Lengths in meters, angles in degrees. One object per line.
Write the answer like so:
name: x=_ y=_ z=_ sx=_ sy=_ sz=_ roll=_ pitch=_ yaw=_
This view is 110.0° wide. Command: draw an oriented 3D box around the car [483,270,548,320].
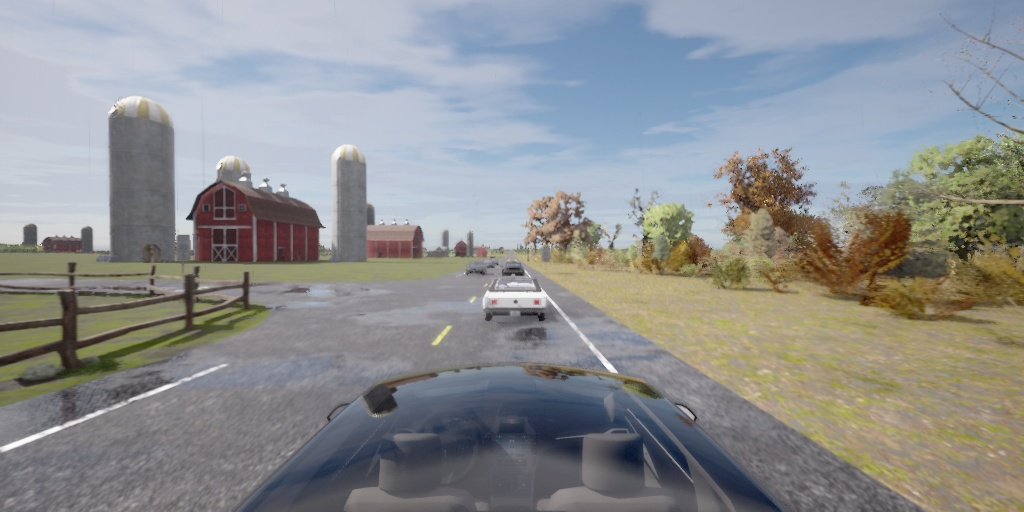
car: x=0.099 y=1.343 z=12.438 sx=1.895 sy=1.301 sz=4.718 roll=0 pitch=0 yaw=0

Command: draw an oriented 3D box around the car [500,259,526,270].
car: x=0.088 y=1.232 z=30.210 sx=1.837 sy=1.490 sz=4.892 roll=0 pitch=0 yaw=0

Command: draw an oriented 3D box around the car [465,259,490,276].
car: x=-3.608 y=1.226 z=36.772 sx=1.837 sy=1.490 sz=4.892 roll=0 pitch=0 yaw=0

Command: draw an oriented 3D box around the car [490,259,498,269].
car: x=-3.577 y=1.197 z=53.334 sx=2.128 sy=1.511 sz=4.902 roll=0 pitch=0 yaw=0
